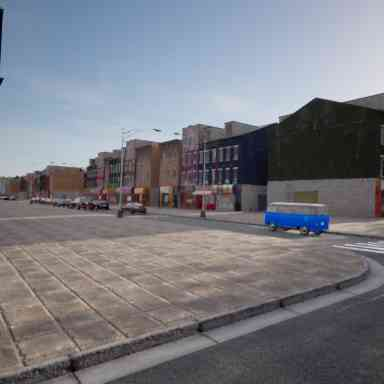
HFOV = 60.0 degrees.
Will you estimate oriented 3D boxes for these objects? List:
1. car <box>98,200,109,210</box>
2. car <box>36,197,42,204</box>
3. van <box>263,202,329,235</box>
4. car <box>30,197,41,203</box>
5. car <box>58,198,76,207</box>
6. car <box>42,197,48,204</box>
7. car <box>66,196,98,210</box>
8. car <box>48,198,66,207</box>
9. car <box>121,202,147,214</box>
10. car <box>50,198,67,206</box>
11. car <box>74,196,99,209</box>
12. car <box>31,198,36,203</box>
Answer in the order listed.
[{"bbox_3d":[-13.026,1.813,46.598,1.947,1.339,4.313,3,-2,-36],"label":"car"},{"bbox_3d":[-32.229,1.951,73.192,1.802,1.307,4.206,3,-2,-36],"label":"car"},{"bbox_3d":[6.182,1.555,20.008,1.690,1.788,3.998,3,-2,-36],"label":"van"},{"bbox_3d":[-38.630,2.010,82.055,1.802,1.307,4.206,3,-2,-36],"label":"car"},{"bbox_3d":[-22.627,1.842,59.896,1.887,1.381,4.507,3,-2,-36],"label":"car"},{"bbox_3d":[-29.126,1.870,68.898,1.752,1.417,4.829,3,-2,-36],"label":"car"},{"bbox_3d":[-14.860,1.489,44.745,2.097,1.767,4.553,3,-2,-35],"label":"car"},{"bbox_3d":[-20.689,1.709,52.716,2.033,1.411,5.357,3,-2,-36],"label":"car"},{"bbox_3d":[-6.627,1.808,37.733,1.802,1.307,4.206,3,-2,-36],"label":"car"},{"bbox_3d":[-25.827,1.886,64.327,1.947,1.339,4.313,3,-2,-36],"label":"car"},{"bbox_3d":[-16.218,1.577,51.037,2.192,1.841,5.009,3,-2,-36],"label":"car"},{"bbox_3d":[-35.425,1.837,77.627,1.967,1.590,4.097,3,-2,-36],"label":"car"}]
